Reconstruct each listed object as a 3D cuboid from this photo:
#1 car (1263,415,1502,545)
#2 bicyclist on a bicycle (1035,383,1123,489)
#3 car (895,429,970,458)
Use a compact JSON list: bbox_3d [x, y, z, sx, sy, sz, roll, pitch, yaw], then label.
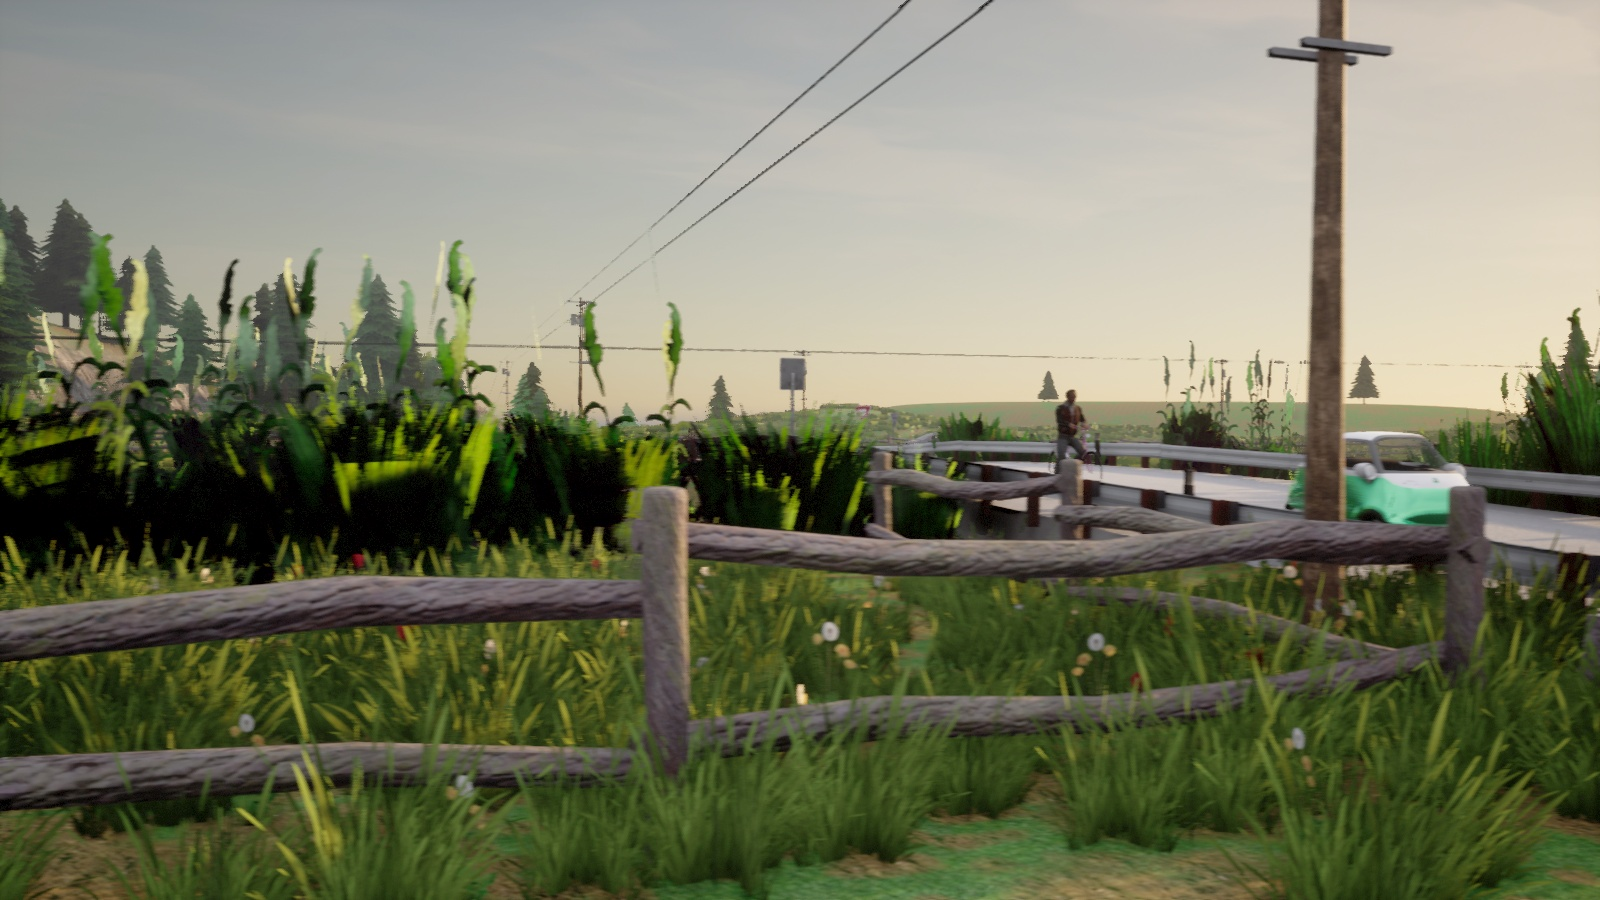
[{"bbox_3d":[6.999,0.300,15.254,1.481,1.376,2.207,-1,4,-19],"label":"car"},{"bbox_3d":[4.826,-0.273,21.874,0.659,1.776,1.843,-1,3,-17],"label":"bicyclist on a bicycle"},{"bbox_3d":[7.222,-0.347,68.411,3.633,1.501,1.845,-1,1,-18],"label":"car"}]
